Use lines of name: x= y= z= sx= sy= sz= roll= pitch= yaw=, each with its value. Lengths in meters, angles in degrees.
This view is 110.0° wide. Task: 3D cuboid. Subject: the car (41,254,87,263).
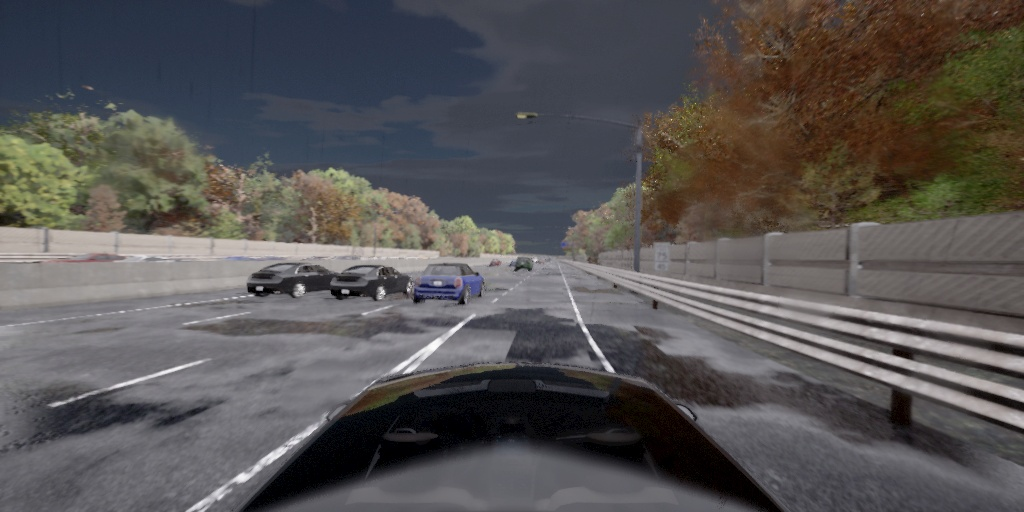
car: x=-29.667 y=0.535 z=25.460 sx=1.882 sy=1.535 sz=5.008 roll=1 pitch=0 yaw=7

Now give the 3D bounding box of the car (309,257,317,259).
car: x=-23.877 y=0.810 z=43.702 sx=1.994 sy=1.385 sz=4.181 roll=1 pitch=0 yaw=7

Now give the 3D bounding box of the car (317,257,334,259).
car: x=-20.449 y=0.823 z=42.980 sx=2.128 sy=1.511 sz=4.902 roll=1 pitch=0 yaw=7

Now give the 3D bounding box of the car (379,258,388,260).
car: x=-21.898 y=0.937 z=59.651 sx=1.895 sy=1.301 sz=4.718 roll=1 pitch=0 yaw=7

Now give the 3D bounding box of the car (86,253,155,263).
car: x=-26.157 y=0.671 z=25.362 sx=1.812 sy=1.442 sz=4.674 roll=1 pitch=0 yaw=7

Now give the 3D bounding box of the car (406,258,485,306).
car: x=-2.574 y=1.068 z=15.743 sx=2.097 sy=1.767 sz=4.553 roll=1 pitch=0 yaw=7

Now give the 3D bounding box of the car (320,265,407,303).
car: x=-6.061 y=1.136 z=16.072 sx=1.837 sy=1.490 sz=4.892 roll=1 pitch=0 yaw=7

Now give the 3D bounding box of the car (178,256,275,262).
car: x=-19.212 y=0.796 z=24.521 sx=1.882 sy=1.535 sz=5.008 roll=1 pitch=0 yaw=7

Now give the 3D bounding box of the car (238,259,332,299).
car: x=-9.549 y=1.049 z=16.378 sx=1.837 sy=1.490 sz=4.892 roll=1 pitch=0 yaw=7

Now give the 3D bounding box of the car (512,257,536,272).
car: x=1.740 y=1.129 z=51.050 sx=2.150 sy=2.045 sz=5.566 roll=1 pitch=0 yaw=7

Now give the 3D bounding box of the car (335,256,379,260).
car: x=-17.299 y=1.004 z=40.104 sx=1.895 sy=1.301 sz=4.718 roll=1 pitch=0 yaw=7

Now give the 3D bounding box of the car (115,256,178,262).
car: x=-22.796 y=0.828 z=24.085 sx=1.895 sy=1.301 sz=4.718 roll=1 pitch=0 yaw=7

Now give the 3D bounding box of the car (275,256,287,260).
car: x=-27.702 y=0.692 z=41.344 sx=2.033 sy=1.411 sz=5.357 roll=1 pitch=0 yaw=8
